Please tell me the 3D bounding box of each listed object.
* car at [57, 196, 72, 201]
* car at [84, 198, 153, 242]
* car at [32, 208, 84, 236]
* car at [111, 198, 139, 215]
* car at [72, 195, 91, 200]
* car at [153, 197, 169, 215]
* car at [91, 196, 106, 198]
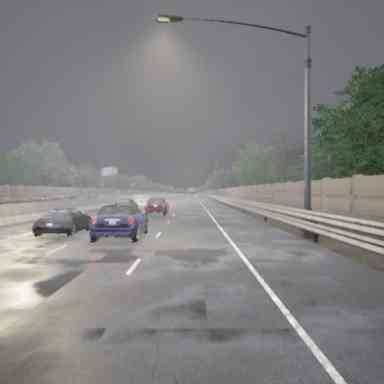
[{"bbox_3d":[-24.491,1.457,64.441,1.994,1.385,4.181,0,0,0],"label":"car"},{"bbox_3d":[-3.401,1.336,16.352,2.097,1.767,4.553,0,0,0],"label":"car"},{"bbox_3d":[-6.898,1.545,18.125,1.994,1.385,4.181,0,0,0],"label":"car"},{"bbox_3d":[-6.895,1.436,34.715,1.882,1.535,5.008,0,0,0],"label":"car"},{"bbox_3d":[-20.994,1.378,64.862,1.882,1.535,5.008,0,0,0],"label":"car"},{"bbox_3d":[-3.396,1.313,32.915,2.097,1.767,4.553,0,0,0],"label":"car"},{"bbox_3d":[-17.498,1.427,64.459,1.812,1.442,4.674,0,0,0],"label":"car"}]
